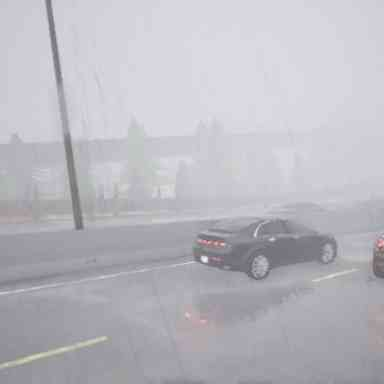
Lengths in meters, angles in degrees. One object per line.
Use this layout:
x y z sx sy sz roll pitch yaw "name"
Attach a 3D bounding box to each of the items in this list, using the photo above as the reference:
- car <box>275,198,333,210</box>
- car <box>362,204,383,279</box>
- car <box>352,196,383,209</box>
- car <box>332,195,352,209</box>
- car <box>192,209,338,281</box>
6.789 1.333 21.692 4.892 1.490 1.837 0 0 -35 "car"
6.609 1.254 8.466 4.553 1.767 2.097 -1 0 -36 "car"
19.107 1.106 34.711 4.718 1.301 1.895 -3 2 -36 "car"
16.687 1.053 37.290 4.674 1.442 1.812 -3 2 -35 "car"
2.289 1.431 9.683 4.892 1.490 1.837 0 0 -36 "car"
